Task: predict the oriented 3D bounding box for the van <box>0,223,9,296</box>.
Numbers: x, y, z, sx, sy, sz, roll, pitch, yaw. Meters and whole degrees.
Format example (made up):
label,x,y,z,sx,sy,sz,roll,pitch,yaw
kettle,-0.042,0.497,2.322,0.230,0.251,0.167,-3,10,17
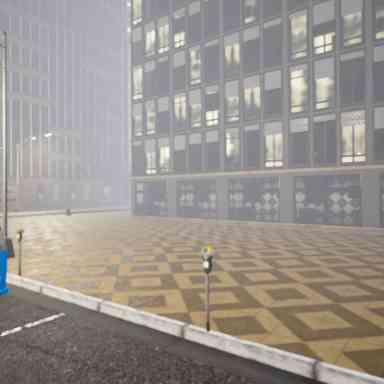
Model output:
label,x,y,z,sx,sy,sz,roll,pitch,yaw
van,-5.446,1.377,6.883,3.998,1.788,1.690,0,0,36
